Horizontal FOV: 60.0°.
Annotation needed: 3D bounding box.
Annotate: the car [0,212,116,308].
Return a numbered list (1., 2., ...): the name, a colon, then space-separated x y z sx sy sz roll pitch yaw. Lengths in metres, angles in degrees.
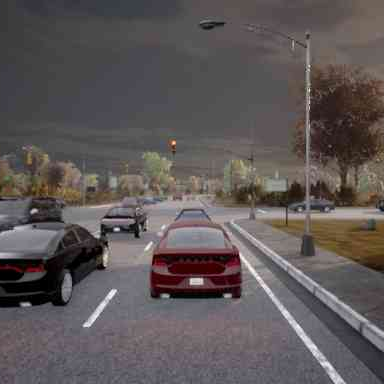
1. car: -3.422 1.476 8.041 1.882 1.535 5.008 0 0 0

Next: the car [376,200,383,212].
1. car: 23.265 1.204 36.401 5.566 2.045 2.150 0 0 3

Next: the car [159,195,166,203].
1. car: -7.220 1.524 71.024 2.033 1.411 5.357 0 0 0

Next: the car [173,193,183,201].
1. car: -3.761 1.199 85.344 2.150 2.045 5.566 0 0 0

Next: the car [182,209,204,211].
1. car: 0.049 1.560 17.507 1.994 1.385 4.181 0 0 0

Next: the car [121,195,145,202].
1. car: -7.220 1.343 39.432 2.097 1.767 4.553 0 0 0

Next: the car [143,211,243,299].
1. car: 0.076 1.476 8.518 1.882 1.535 5.008 0 0 0

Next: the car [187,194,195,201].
1. car: -0.262 1.330 85.711 2.097 1.767 4.553 0 0 0

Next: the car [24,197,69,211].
1. car: -18.268 1.497 42.036 4.892 1.490 1.837 0 3 -7

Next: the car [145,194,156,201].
1. car: -10.762 1.329 86.399 2.097 1.767 4.553 0 0 0

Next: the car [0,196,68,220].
1. car: -7.138 1.218 13.533 2.150 2.045 5.566 0 0 0

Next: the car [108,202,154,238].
1. car: -3.445 1.488 17.527 2.128 1.511 4.902 0 0 -1

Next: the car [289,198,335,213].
1. car: 13.267 1.497 36.912 4.892 1.490 1.837 0 0 3

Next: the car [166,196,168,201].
1. car: -7.261 1.517 85.536 2.033 1.411 5.357 0 0 0

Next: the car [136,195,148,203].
1. car: -10.721 1.484 71.388 1.837 1.490 4.892 0 0 0

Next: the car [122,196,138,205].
1. car: -10.757 1.464 58.405 1.882 1.535 5.008 0 0 0

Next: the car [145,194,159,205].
1. car: -7.261 1.513 56.984 1.812 1.442 4.674 0 0 0
